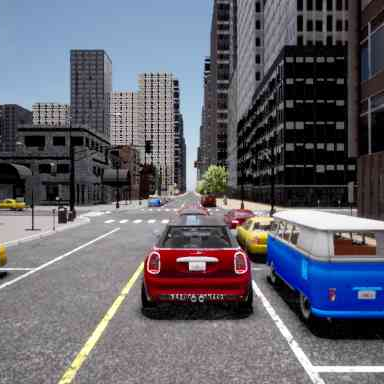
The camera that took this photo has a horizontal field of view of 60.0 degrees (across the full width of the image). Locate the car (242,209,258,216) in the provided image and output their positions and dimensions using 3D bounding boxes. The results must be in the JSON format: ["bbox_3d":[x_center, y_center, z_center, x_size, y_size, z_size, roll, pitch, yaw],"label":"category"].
[{"bbox_3d":[2.677,1.527,12.786,1.752,1.417,4.829,0,0,0],"label":"car"}]

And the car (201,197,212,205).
[{"bbox_3d":[2.637,1.621,61.715,1.887,1.381,4.507,0,0,0],"label":"car"}]

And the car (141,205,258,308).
[{"bbox_3d":[0.093,1.352,8.093,2.097,1.767,4.553,0,0,0],"label":"car"}]

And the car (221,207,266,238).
[{"bbox_3d":[2.673,1.587,18.279,1.802,1.307,4.206,0,0,0],"label":"car"}]

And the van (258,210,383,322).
[{"bbox_3d":[2.682,1.341,6.952,1.690,1.788,3.998,0,0,0],"label":"van"}]

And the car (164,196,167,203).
[{"bbox_3d":[-5.739,1.505,56.181,1.967,1.590,4.097,0,0,0],"label":"car"}]

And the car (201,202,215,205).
[{"bbox_3d":[0.086,1.482,17.299,1.882,1.535,5.008,0,0,0],"label":"car"}]

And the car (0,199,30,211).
[{"bbox_3d":[-21.440,1.469,38.476,4.829,1.417,1.752,0,0,0],"label":"car"}]

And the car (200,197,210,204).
[{"bbox_3d":[2.633,1.655,67.239,1.947,1.339,4.313,0,0,0],"label":"car"}]

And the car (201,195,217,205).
[{"bbox_3d":[2.645,1.369,50.667,2.192,1.841,5.009,0,0,0],"label":"car"}]

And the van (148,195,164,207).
[{"bbox_3d":[-5.734,1.395,50.658,1.690,1.788,3.998,0,0,0],"label":"van"}]

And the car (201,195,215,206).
[{"bbox_3d":[2.641,1.380,56.191,2.192,1.841,5.009,0,0,0],"label":"car"}]

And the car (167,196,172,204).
[{"bbox_3d":[-5.748,1.529,67.231,1.967,1.590,4.097,0,0,0],"label":"car"}]

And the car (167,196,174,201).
[{"bbox_3d":[-5.765,1.673,89.155,1.752,1.417,4.829,0,0,0],"label":"car"}]

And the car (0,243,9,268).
[{"bbox_3d":[-5.698,1.525,6.775,1.752,1.417,4.829,0,0,0],"label":"car"}]
